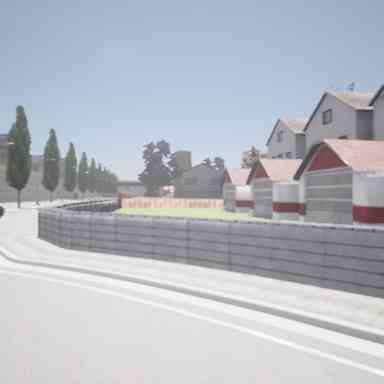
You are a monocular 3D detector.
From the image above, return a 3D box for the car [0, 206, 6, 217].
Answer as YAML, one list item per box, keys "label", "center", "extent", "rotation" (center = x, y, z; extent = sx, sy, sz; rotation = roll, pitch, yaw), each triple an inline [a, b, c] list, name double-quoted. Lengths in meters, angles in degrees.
- label: "car"
  center: [-18.723, 1.673, 30.352]
  extent: [1.837, 1.490, 4.892]
  rotation: [0, -1, -8]
